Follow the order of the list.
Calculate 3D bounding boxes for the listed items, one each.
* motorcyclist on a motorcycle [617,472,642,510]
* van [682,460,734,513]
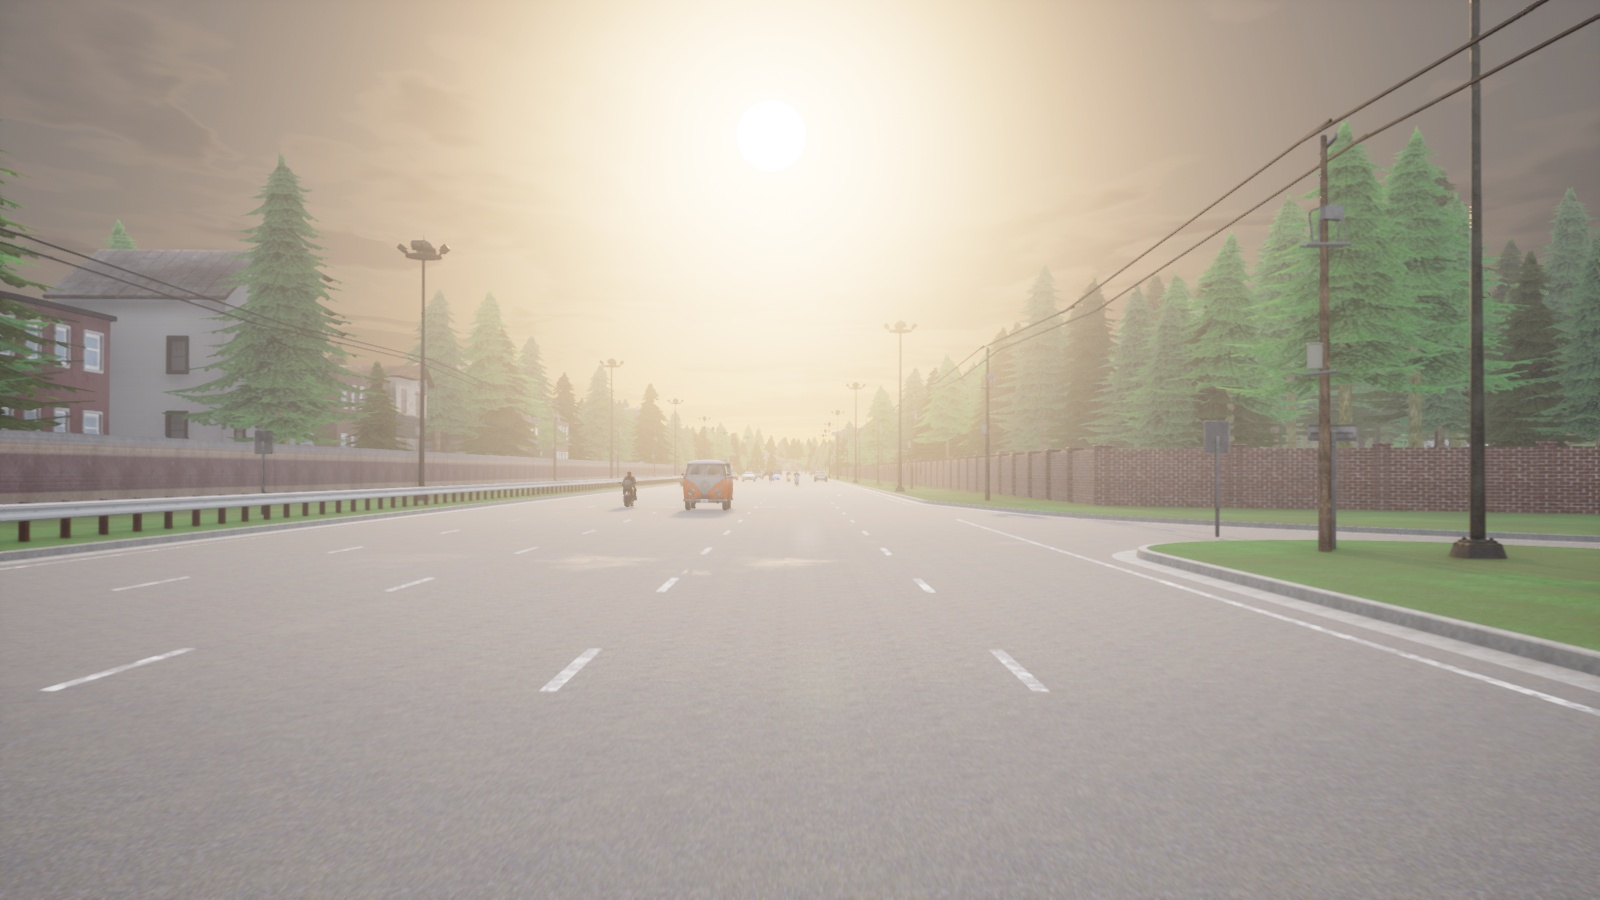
[{"bbox_3d":[-7.125,1.705,52.548,0.797,1.523,2.044,0,-1,0],"label":"motorcyclist on a motorcycle"},{"bbox_3d":[-3.621,1.417,49.968,1.775,1.987,4.442,0,-1,0],"label":"van"}]
